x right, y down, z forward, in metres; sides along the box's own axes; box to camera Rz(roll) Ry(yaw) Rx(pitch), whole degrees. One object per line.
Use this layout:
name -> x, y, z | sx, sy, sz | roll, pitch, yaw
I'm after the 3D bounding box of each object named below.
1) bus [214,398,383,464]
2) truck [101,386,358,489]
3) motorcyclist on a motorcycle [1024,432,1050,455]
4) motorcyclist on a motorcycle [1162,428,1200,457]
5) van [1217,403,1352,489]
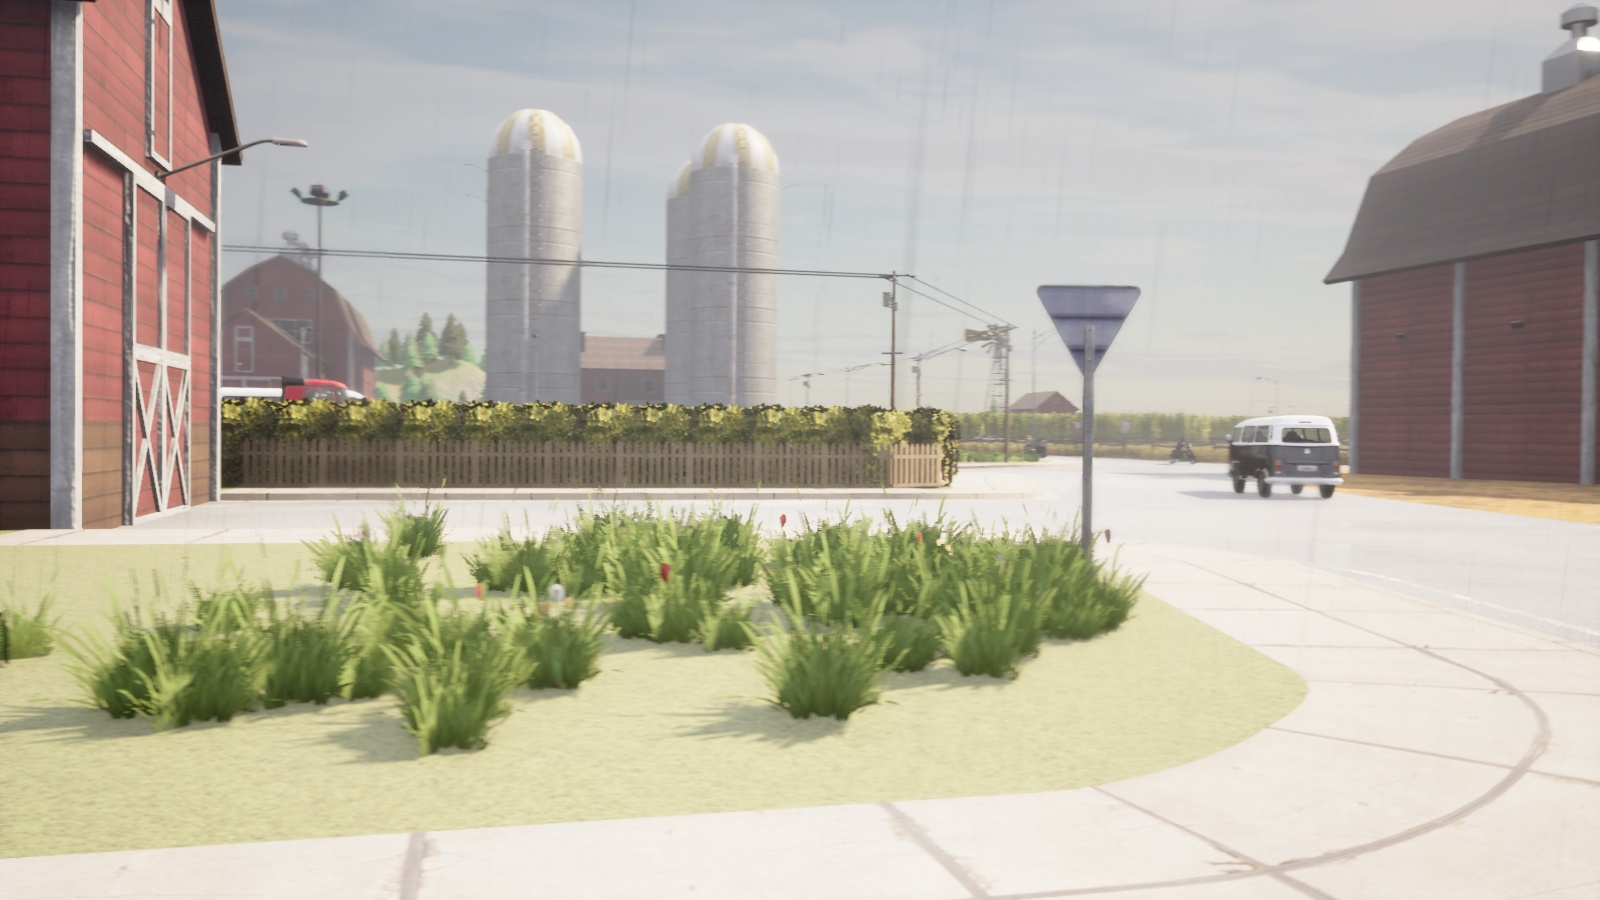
bus -> -34.148, -1.324, 86.045 | 10.273, 4.253, 3.944 | -1, 1, -15
truck -> -20.164, -0.480, 44.943 | 7.936, 3.462, 2.891 | -1, 1, -14
motorcyclist on a motorcycle -> 15.912, -0.470, 84.423 | 0.866, 1.530, 2.191 | -1, 1, -15
motorcyclist on a motorcycle -> 21.280, -0.413, 70.157 | 0.866, 1.590, 1.817 | 0, 0, -40
van -> 12.342, -0.115, 32.299 | 2.069, 2.038, 4.480 | -1, 1, 5
